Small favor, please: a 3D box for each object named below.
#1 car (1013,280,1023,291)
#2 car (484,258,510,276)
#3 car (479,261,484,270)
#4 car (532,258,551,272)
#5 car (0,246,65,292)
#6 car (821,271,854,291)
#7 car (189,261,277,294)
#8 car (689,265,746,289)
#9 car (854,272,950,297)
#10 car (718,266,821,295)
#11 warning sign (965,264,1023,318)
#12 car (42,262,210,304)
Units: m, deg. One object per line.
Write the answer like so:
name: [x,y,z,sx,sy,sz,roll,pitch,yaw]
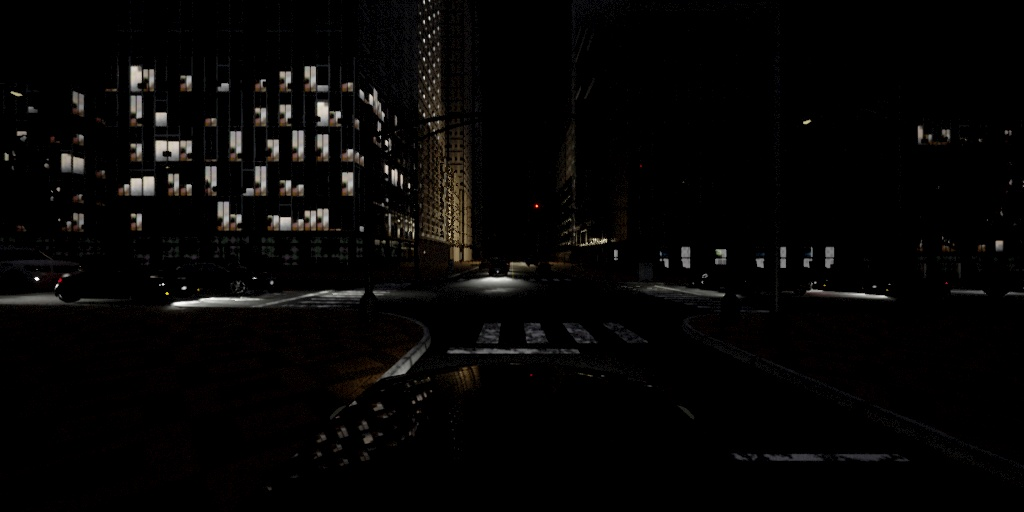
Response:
car: [40.075,2.091,26.516,4.718,1.301,1.895,1,0,-2]
car: [-1.383,1.257,37.118,2.128,1.511,4.902,0,0,0]
car: [-3.869,1.340,52.199,1.802,1.307,4.207,0,0,0]
car: [4.067,1.326,46.681,1.948,1.339,4.313,0,0,0]
car: [-24.081,0.552,17.051,5.566,2.045,2.150,1,0,-2]
car: [23.693,1.761,25.841,4.181,1.385,1.994,1,0,-5]
car: [-14.241,1.003,17.486,4.902,1.511,2.128,1,0,-3]
car: [15.071,1.395,25.452,4.553,1.767,2.097,1,0,-3]
car: [24.755,1.782,22.619,4.181,1.385,1.994,1,0,-3]
car: [15.862,1.563,22.244,4.892,1.490,1.837,1,0,-4]
warning sign: [17.309,1.203,12.837,1.060,1.860,1.300,0,0,-2]
car: [-15.040,1.062,14.191,4.181,1.385,1.994,1,0,-2]
